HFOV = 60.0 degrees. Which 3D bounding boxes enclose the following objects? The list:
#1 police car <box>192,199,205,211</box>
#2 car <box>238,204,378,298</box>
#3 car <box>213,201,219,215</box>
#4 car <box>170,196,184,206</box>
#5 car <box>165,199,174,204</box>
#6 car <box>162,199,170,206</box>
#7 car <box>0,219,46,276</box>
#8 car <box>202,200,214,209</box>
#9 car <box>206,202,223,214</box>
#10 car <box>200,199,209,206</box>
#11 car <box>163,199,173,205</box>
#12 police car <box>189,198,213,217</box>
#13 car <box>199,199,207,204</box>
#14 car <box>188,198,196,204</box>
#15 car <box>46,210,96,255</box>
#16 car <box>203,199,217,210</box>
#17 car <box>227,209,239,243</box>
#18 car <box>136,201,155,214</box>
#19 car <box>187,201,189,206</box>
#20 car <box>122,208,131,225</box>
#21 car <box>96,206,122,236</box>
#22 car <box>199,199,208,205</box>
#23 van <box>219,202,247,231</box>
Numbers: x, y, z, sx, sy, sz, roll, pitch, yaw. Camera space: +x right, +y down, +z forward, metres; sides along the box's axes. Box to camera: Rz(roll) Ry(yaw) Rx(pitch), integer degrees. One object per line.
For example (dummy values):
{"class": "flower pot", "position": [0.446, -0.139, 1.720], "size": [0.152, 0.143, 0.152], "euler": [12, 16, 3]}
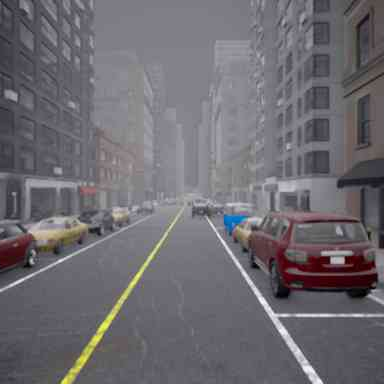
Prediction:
{"class": "police car", "position": [0.907, 1.954, 51.408], "size": [1.930, 1.638, 5.238], "euler": [0, -1, 0]}
{"class": "car", "position": [2.751, 1.399, 8.674], "size": [2.192, 1.841, 5.009], "euler": [-1, -1, 0]}
{"class": "car", "position": [2.757, 1.916, 36.195], "size": [2.008, 1.369, 4.403], "euler": [-1, -1, 0]}
{"class": "car", "position": [-2.991, 1.975, 71.752], "size": [2.150, 2.045, 5.566], "euler": [0, -1, 0]}
{"class": "car", "position": [-5.762, 2.463, 85.740], "size": [2.008, 1.369, 4.403], "euler": [-1, -1, 0]}
{"class": "car", "position": [-5.765, 2.228, 74.731], "size": [1.967, 1.590, 4.097], "euler": [-1, -1, 0]}
{"class": "car", "position": [-5.772, 1.525, 8.674], "size": [1.967, 1.590, 4.097], "euler": [-1, -1, 0]}
{"class": "car", "position": [2.760, 2.148, 58.215], "size": [1.887, 1.381, 4.507], "euler": [-1, -1, 0]}
{"class": "car", "position": [2.758, 1.969, 41.700], "size": [1.887, 1.381, 4.507], "euler": [-1, -1, 0]}
{"class": "car", "position": [2.762, 2.353, 74.729], "size": [1.947, 1.339, 4.313], "euler": [-1, -1, 0]}
{"class": "car", "position": [-5.763, 2.416, 80.235], "size": [1.947, 1.339, 4.313], "euler": [-1, -1, 0]}
{"class": "police car", "position": [0.904, 1.782, 35.408], "size": [1.930, 1.638, 5.238], "euler": [0, -1, 0]}
{"class": "car", "position": [2.763, 2.457, 85.739], "size": [1.887, 1.381, 4.507], "euler": [-1, -1, 0]}
{"class": "car", "position": [0.011, 2.354, 85.603], "size": [2.128, 1.511, 4.902], "euler": [0, -1, 0]}
{"class": "car", "position": [-5.770, 1.663, 14.007], "size": [1.752, 1.417, 4.829], "euler": [-1, -1, 0]}
{"class": "car", "position": [2.757, 1.983, 52.711], "size": [1.967, 1.590, 4.097], "euler": [-1, -1, 0]}
{"class": "car", "position": [2.755, 1.666, 14.347], "size": [1.752, 1.417, 4.829], "euler": [-1, -1, 0]}
{"class": "car", "position": [-5.769, 1.865, 41.702], "size": [1.967, 1.590, 4.097], "euler": [-1, -1, 0]}
{"class": "car", "position": [0.009, 2.213, 70.500], "size": [1.812, 1.442, 4.674], "euler": [0, -1, 0]}
{"class": "car", "position": [-5.769, 1.774, 25.017], "size": [1.752, 1.417, 4.829], "euler": [-1, -1, 0]}
{"class": "car", "position": [-5.769, 1.760, 19.681], "size": [1.947, 1.339, 4.313], "euler": [-1, -1, 0]}
{"class": "car", "position": [2.762, 2.394, 80.233], "size": [1.887, 1.381, 4.507], "euler": [-1, -1, 0]}
{"class": "van", "position": [2.753, 1.535, 19.683], "size": [1.690, 1.788, 3.998], "euler": [-1, -1, 0]}
